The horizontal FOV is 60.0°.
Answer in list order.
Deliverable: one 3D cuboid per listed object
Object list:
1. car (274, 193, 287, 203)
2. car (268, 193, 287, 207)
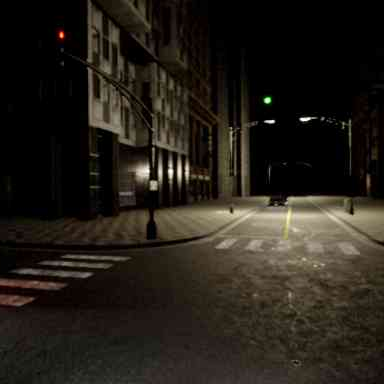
[{"bbox_3d":[14.331,0.935,53.700,1.994,1.385,4.181,0,1,17],"label":"car"},{"bbox_3d":[10.442,1.071,40.837,2.033,1.411,5.357,0,1,17],"label":"car"}]
